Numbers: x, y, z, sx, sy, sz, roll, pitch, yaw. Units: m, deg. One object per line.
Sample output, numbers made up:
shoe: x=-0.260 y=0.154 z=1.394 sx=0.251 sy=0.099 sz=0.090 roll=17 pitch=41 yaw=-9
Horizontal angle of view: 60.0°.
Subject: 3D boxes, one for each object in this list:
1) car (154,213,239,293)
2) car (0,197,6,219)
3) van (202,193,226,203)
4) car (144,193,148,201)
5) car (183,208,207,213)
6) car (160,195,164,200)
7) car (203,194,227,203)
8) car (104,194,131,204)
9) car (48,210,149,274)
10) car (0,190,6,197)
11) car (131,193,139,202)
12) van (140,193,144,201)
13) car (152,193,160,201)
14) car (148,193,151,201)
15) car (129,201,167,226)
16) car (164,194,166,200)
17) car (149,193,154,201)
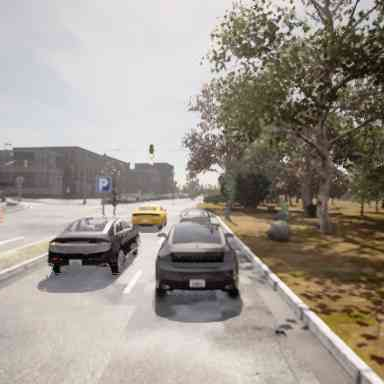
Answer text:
car: x=0.108 y=1.546 z=8.928 sx=1.837 sy=1.490 sz=4.892 roll=0 pitch=0 yaw=0
car: x=-16.631 y=1.486 z=24.695 sx=4.553 sy=1.767 sz=2.185 roll=-1 pitch=0 yaw=-19
van: x=4.272 y=1.258 z=65.101 sx=4.442 sy=1.987 sz=1.878 roll=1 pitch=0 yaw=-14
car: x=-13.025 y=1.567 z=74.457 sx=4.892 sy=1.521 sz=2.231 roll=-1 pitch=-1 yaw=-14
car: x=0.176 y=1.639 z=19.644 sx=2.033 sy=1.411 sz=5.357 roll=0 pitch=0 yaw=1
car: x=-11.017 y=1.360 z=89.444 sx=5.566 sy=2.045 sz=2.435 roll=-1 pitch=-1 yaw=-12
car: x=4.655 y=1.366 z=68.070 sx=4.553 sy=1.767 sz=2.185 roll=1 pitch=0 yaw=-14
car: x=-14.455 y=1.565 z=62.502 sx=4.792 sy=1.488 sz=2.163 roll=-1 pitch=0 yaw=-15
car: x=-2.885 y=1.541 z=10.686 sx=2.128 sy=1.511 sz=4.902 roll=0 pitch=0 yaw=0
car: x=-31.174 y=0.314 z=53.371 sx=2.002 sy=1.452 sz=4.674 roll=6 pitch=-3 yaw=-19
car: x=-13.810 y=1.532 z=65.494 sx=5.366 sy=1.575 sz=1.946 roll=-1 pitch=-1 yaw=-15
van: x=-13.252 y=1.329 z=71.487 sx=4.442 sy=1.987 sz=1.878 roll=-1 pitch=-1 yaw=-14
car: x=-11.467 y=1.643 z=86.436 sx=4.674 sy=1.452 sz=2.002 roll=-1 pitch=0 yaw=-12
car: x=-12.653 y=1.615 z=77.453 sx=4.674 sy=1.452 sz=2.002 roll=-1 pitch=0 yaw=-13
car: x=-2.782 y=1.585 z=22.434 sx=1.882 sy=1.535 sz=5.008 roll=0 pitch=0 yaw=1
car: x=-10.596 y=1.621 z=92.422 sx=5.008 sy=1.535 sz=2.097 roll=-1 pitch=-1 yaw=-12
car: x=-12.281 y=1.625 z=80.454 sx=4.674 sy=1.452 sz=2.002 roll=-1 pitch=-1 yaw=-13
